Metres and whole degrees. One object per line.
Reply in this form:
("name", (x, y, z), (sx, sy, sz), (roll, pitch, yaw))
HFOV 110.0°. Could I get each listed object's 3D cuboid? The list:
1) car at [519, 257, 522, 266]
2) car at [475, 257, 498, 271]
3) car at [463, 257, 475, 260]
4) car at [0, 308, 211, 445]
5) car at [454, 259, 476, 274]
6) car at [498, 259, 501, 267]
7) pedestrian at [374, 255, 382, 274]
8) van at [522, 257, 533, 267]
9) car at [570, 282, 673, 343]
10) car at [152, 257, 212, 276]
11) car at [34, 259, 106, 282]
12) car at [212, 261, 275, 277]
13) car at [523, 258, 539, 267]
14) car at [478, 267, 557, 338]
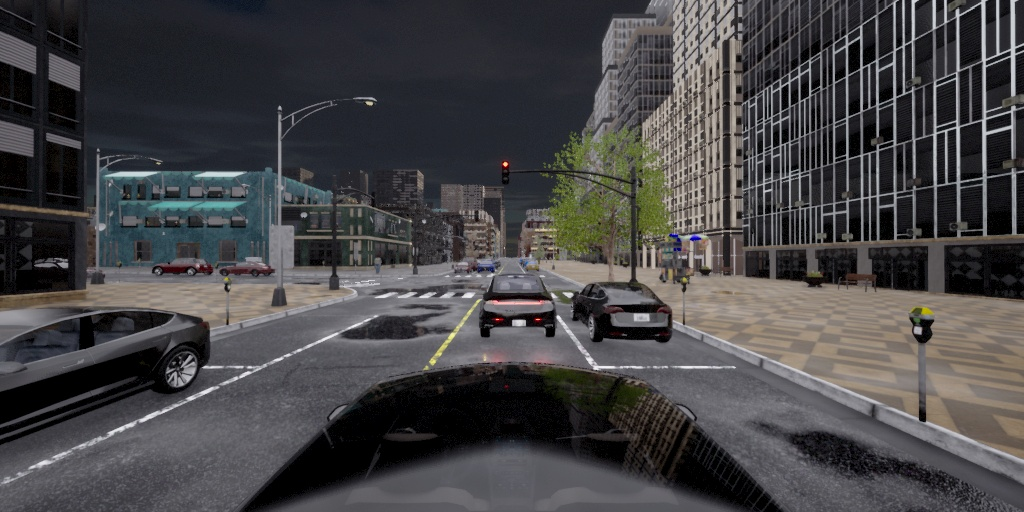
("car", (2.717, 1.305, 64.218), (2.007, 1.370, 4.403), (0, 0, 0))
("car", (-3.083, 1.230, 43.687), (1.882, 1.535, 5.008), (0, 0, 0))
("car", (-5.670, 1.068, 47.566), (2.192, 1.841, 5.009), (0, 0, 0))
("car", (-5.689, 1.316, 4.000), (1.948, 1.339, 4.313), (0, 0, 0))
("car", (-5.673, 1.335, 42.015), (1.802, 1.307, 4.207), (0, 0, 0))
("car", (-3.057, 1.318, 53.538), (1.994, 1.385, 4.181), (0, 0, 1))
("pedestrian", (-12.736, 0.789, 34.023), (0.375, 1.860, 0.375), (0, -1, -1))
("van", (2.713, 1.094, 53.116), (1.690, 1.789, 3.998), (0, 0, 0))
("car", (2.694, 1.316, 9.536), (1.948, 1.339, 4.313), (0, 0, 0))
("car", (-28.357, 0.879, 30.860), (4.097, 1.591, 1.967), (0, 0, -1))
("car", (-28.242, 0.980, 22.481), (4.207, 1.307, 1.802), (0, 0, -1))
("car", (-22.809, 1.090, 30.936), (4.207, 1.307, 1.802), (0, 0, -1))
("car", (2.710, 1.278, 47.735), (1.751, 1.417, 4.829), (0, 0, 0))
("car", (0.114, 1.242, 10.207), (2.128, 1.511, 4.902), (0, 0, -1))
